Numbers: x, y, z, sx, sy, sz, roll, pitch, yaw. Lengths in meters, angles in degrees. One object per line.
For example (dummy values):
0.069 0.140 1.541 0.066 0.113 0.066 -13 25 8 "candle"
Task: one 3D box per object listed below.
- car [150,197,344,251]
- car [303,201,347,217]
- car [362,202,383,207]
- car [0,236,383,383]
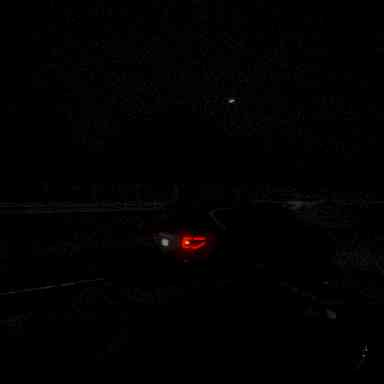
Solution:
1.573 1.263 9.137 5.566 2.045 2.150 1 0 -35 "car"
14.036 1.752 34.966 4.892 1.490 1.837 1 0 -34 "car"
18.809 1.790 33.954 4.892 1.490 1.837 1 0 -34 "car"
0.178 1.561 3.858 5.357 1.411 2.033 0 0 -35 "car"
